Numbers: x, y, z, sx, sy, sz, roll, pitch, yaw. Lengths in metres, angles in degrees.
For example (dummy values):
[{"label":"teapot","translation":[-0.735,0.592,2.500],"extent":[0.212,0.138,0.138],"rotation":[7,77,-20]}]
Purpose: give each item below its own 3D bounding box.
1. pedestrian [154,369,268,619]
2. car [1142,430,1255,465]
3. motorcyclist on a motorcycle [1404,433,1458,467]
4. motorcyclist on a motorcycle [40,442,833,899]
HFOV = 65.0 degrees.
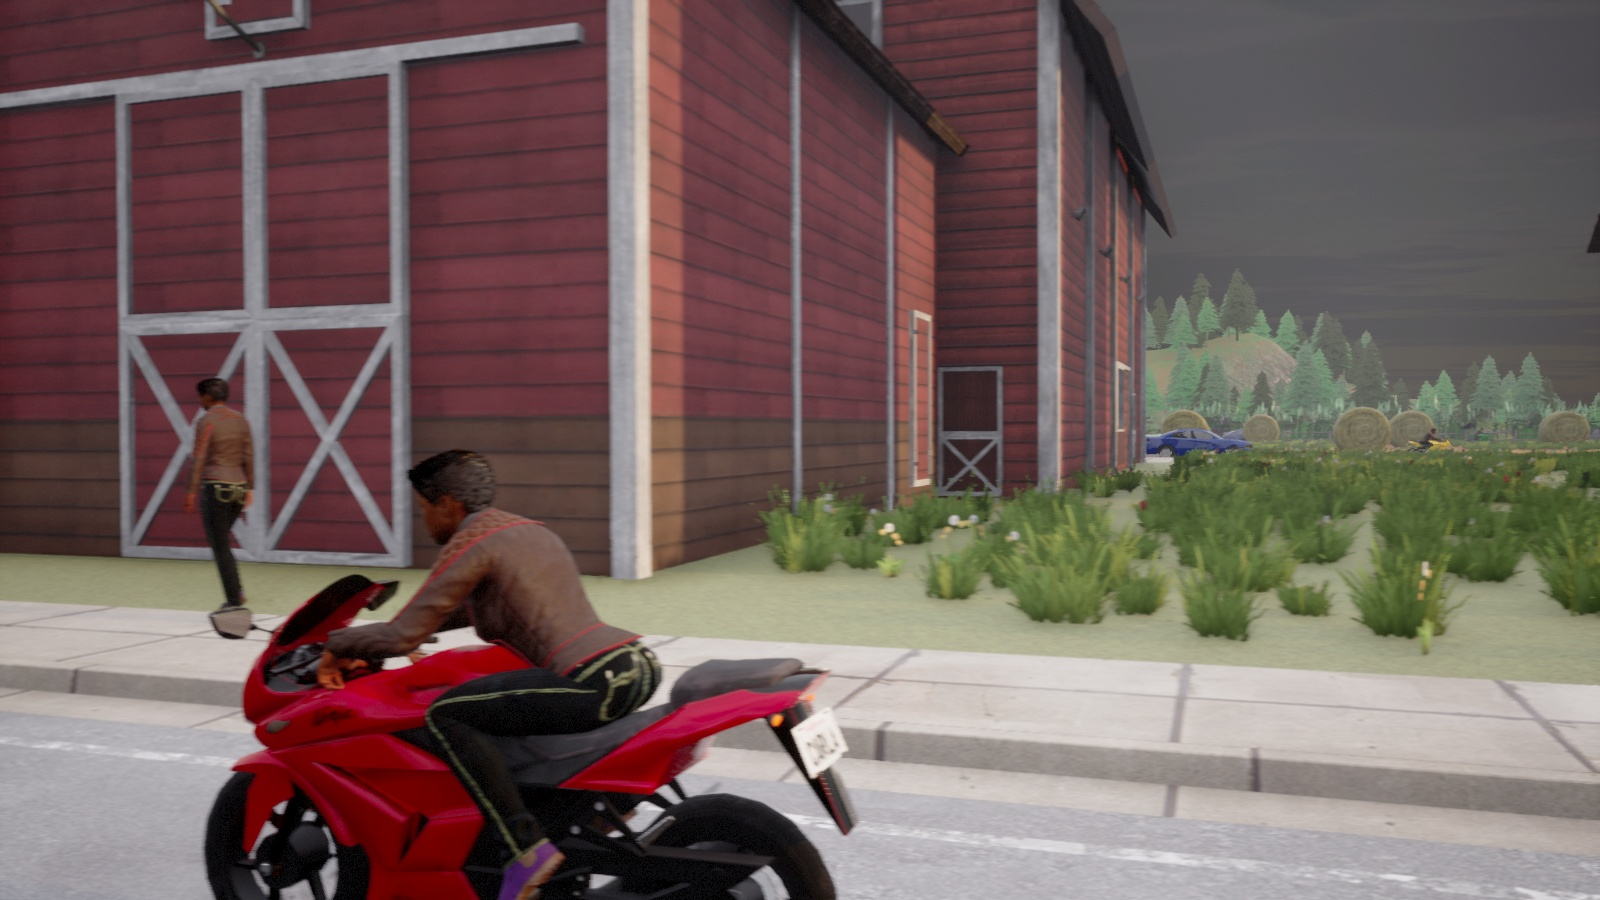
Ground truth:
[{"label":"pedestrian","translation":[-4.424,0.314,9.425],"extent":[0.869,1.805,0.328],"rotation":[1,1,29]},{"label":"car","translation":[18.866,-0.121,59.525],"extent":[5.008,1.535,1.882],"rotation":[1,1,19]},{"label":"motorcyclist on a motorcycle","translation":[28.301,-0.014,56.353],"extent":[2.044,1.523,0.797],"rotation":[1,1,19]},{"label":"motorcyclist on a motorcycle","translation":[-1.005,0.748,3.531],"extent":[2.044,1.523,0.797],"rotation":[1,1,19]}]
